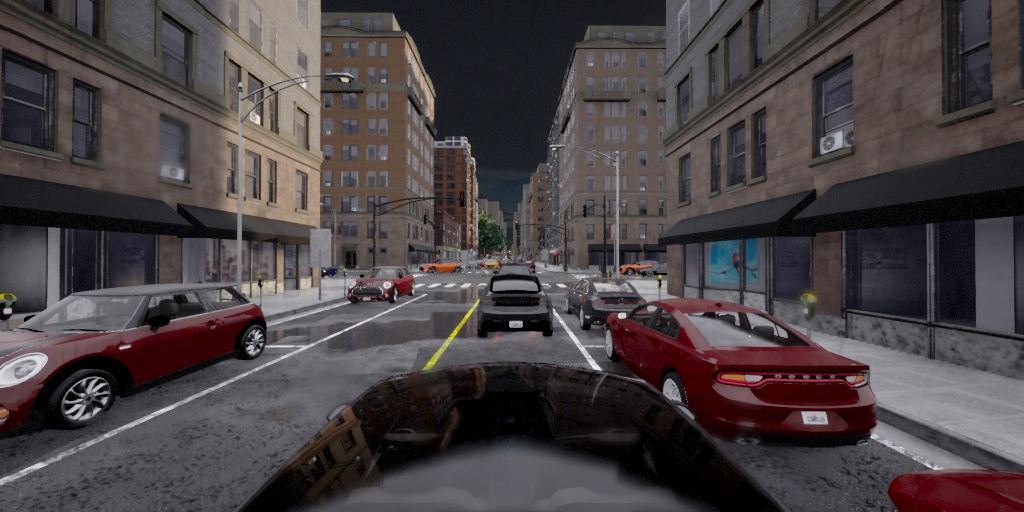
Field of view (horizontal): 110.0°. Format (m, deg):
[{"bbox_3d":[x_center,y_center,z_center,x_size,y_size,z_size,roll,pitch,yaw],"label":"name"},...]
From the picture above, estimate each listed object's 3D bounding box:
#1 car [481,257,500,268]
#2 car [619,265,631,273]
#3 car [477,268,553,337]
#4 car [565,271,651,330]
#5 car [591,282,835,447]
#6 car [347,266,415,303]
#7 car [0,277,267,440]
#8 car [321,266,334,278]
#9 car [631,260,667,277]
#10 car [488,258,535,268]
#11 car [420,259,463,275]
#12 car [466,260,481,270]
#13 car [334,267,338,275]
[{"bbox_3d":[-3.140,1.273,54.441,1.882,1.535,5.008,0,0,0],"label":"car"},{"bbox_3d":[14.024,1.222,39.265,4.553,1.767,2.097,0,0,0],"label":"car"},{"bbox_3d":[0.056,1.258,10.313,1.837,1.490,4.892,0,0,-1],"label":"car"},{"bbox_3d":[2.683,1.303,10.889,2.007,1.370,4.403,0,0,0],"label":"car"},{"bbox_3d":[2.675,1.296,5.397,1.888,1.381,4.507,0,0,0],"label":"car"},{"bbox_3d":[-5.835,1.195,16.389,1.967,1.591,4.097,0,0,0],"label":"car"},{"bbox_3d":[-5.852,1.190,5.403,1.967,1.591,4.097,0,0,0],"label":"car"},{"bbox_3d":[-18.020,0.869,29.159,5.566,2.045,2.150,0,0,0],"label":"car"},{"bbox_3d":[15.189,1.395,36.004,5.357,1.411,2.033,0,0,0],"label":"car"},{"bbox_3d":[0.120,1.108,17.728,2.097,1.767,4.553,0,0,0],"label":"car"},{"bbox_3d":[-7.908,1.126,40.092,4.553,1.767,2.097,0,-1,-33],"label":"car"},{"bbox_3d":[-5.909,1.346,54.750,2.007,1.370,4.403,0,0,0],"label":"car"},{"bbox_3d":[-18.410,1.150,32.413,5.008,1.535,1.882,0,0,0],"label":"car"}]
